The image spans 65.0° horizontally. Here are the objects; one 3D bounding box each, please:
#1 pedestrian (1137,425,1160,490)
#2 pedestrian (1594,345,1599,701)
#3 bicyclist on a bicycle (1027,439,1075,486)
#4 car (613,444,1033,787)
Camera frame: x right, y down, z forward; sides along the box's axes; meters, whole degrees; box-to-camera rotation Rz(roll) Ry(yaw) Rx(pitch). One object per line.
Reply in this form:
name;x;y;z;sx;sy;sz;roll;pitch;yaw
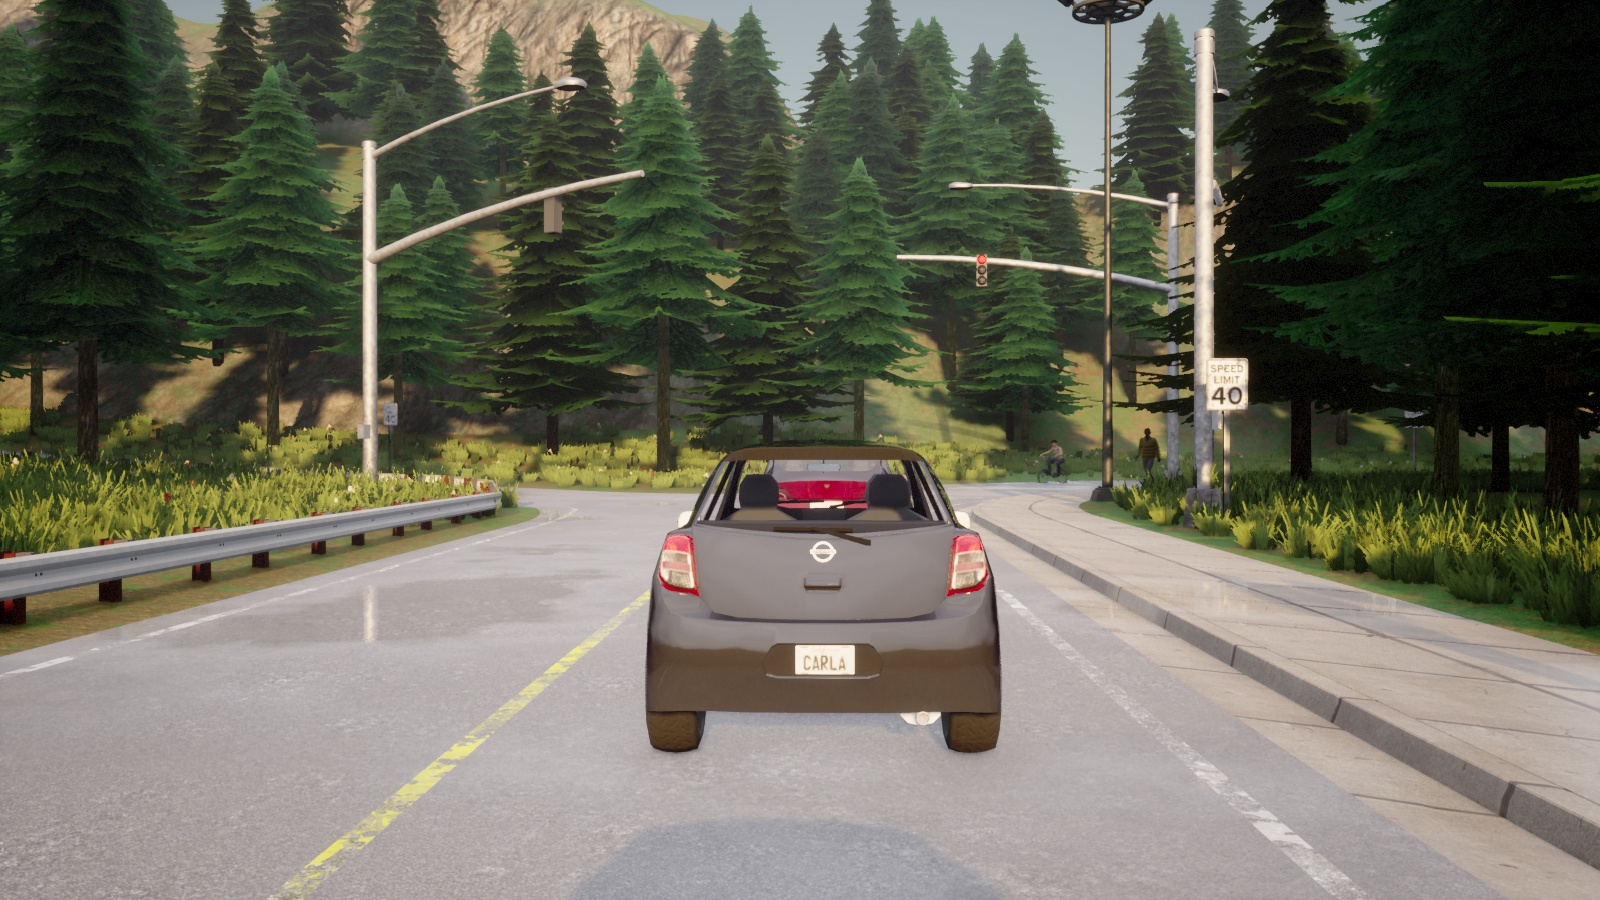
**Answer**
pedestrian;10.076;0.212;36.298;0.431;1.840;0.709;0;0;36
pedestrian;4.374;0.377;6.187;0.431;1.840;0.709;0;0;-5
bicyclist on a bicycle;8.959;0.437;44.829;1.509;1.612;0.866;0;1;-34
car;0.136;0.719;7.344;1.845;1.501;3.633;0;0;1
